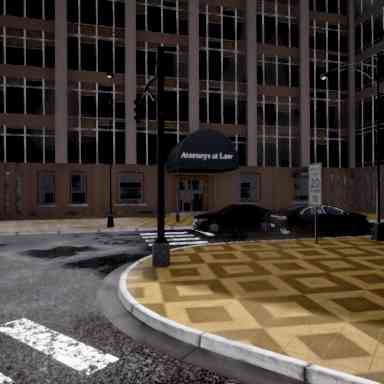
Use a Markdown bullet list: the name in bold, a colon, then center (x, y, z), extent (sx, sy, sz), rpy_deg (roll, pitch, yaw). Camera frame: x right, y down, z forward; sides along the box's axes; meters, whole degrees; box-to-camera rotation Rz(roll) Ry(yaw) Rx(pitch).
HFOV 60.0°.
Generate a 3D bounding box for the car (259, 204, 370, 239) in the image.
- **car**: center (6.075, 1.309, 15.896), extent (4.902, 1.511, 2.128), rpy_deg (0, 0, -14)

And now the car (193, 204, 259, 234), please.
- **car**: center (2.353, 1.379, 17.910), extent (4.674, 1.442, 1.812), rpy_deg (0, 0, -14)
